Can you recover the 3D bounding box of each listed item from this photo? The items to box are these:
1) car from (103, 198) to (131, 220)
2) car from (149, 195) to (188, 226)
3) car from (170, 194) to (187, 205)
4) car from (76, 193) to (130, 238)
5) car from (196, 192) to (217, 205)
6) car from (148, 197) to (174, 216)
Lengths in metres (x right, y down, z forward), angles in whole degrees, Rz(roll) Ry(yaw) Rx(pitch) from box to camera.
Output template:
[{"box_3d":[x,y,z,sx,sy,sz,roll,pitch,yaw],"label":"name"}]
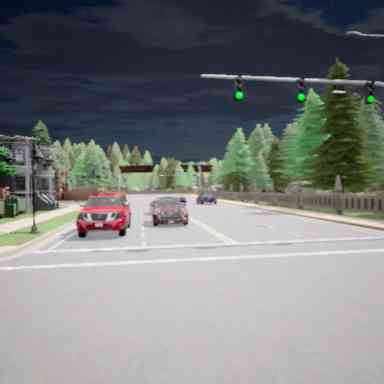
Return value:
[{"box_3d":[-5.925,1.287,26.674,1.812,1.442,4.674,-1,1,-8],"label":"car"},{"box_3d":[-1.525,1.107,21.161,2.097,1.767,4.553,-1,1,-9],"label":"car"},{"box_3d":[-2.035,1.030,48.095,1.895,1.301,4.718,-1,1,-9],"label":"car"},{"box_3d":[-4.448,1.073,17.390,2.150,2.045,5.566,-1,1,-7],"label":"car"},{"box_3d":[1.881,0.752,45.133,2.097,1.767,4.553,-1,1,-9],"label":"car"},{"box_3d":[-2.844,1.236,29.669,1.994,1.385,4.181,-1,1,-9],"label":"car"}]
